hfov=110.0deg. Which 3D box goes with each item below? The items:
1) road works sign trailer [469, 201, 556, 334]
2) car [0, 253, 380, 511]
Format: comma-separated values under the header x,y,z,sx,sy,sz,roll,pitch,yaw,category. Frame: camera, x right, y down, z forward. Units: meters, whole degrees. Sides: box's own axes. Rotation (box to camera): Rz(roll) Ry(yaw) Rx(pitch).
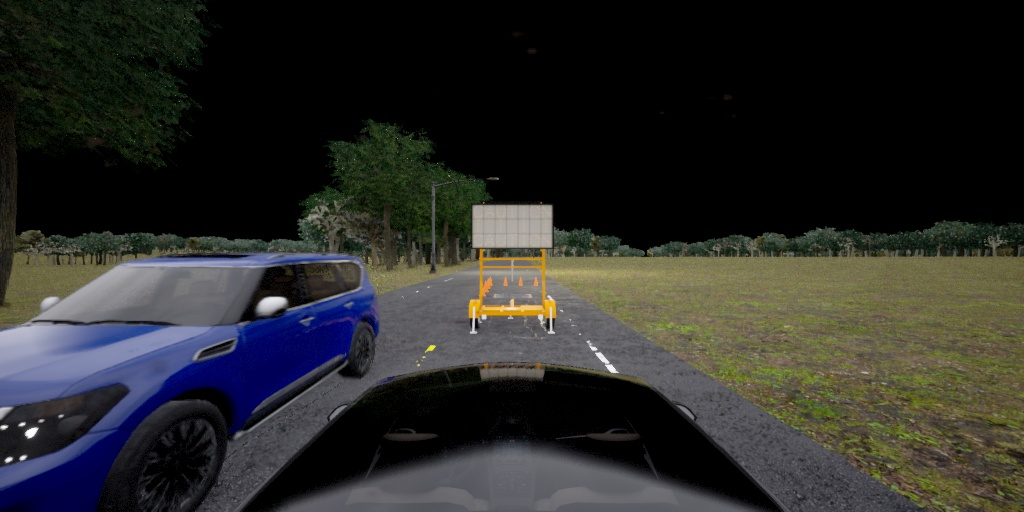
x,y,z,sx,sy,sz,roll,pitch,yaw,category
0.013,0.200,10.594,2.380,3.560,2.880,0,0,0,road works sign trailer
-3.492,0.969,4.400,2.150,2.045,5.566,0,0,0,car
